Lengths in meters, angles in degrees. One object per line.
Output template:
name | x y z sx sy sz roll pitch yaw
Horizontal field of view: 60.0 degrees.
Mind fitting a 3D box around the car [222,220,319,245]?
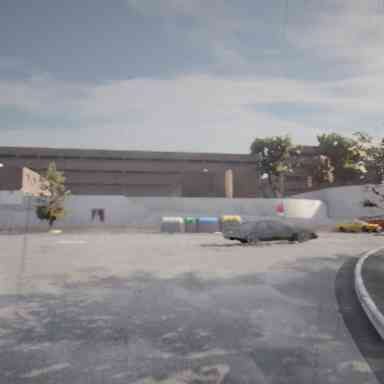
car | 4.504 2.325 19.419 5.357 1.411 2.033 0 -5 -9

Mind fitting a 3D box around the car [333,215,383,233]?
car | 19.124 3.919 38.672 1.946 1.575 5.366 3 -8 -29

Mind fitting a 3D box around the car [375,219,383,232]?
car | 24.903 3.989 39.800 2.163 1.488 4.792 2 -7 -29

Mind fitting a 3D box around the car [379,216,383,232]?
car | 22.465 3.457 34.365 4.892 1.490 1.837 0 -6 -9
